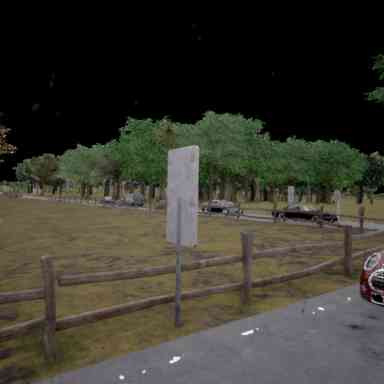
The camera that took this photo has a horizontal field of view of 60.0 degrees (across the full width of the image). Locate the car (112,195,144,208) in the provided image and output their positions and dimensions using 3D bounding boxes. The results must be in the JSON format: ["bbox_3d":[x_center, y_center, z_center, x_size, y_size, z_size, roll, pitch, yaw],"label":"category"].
[{"bbox_3d":[-9.420,1.557,49.291,2.033,1.411,5.357,2,-1,-35],"label":"car"}]

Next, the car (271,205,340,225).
[{"bbox_3d":[8.268,1.623,24.498,1.895,1.301,4.718,2,-1,-36],"label":"car"}]

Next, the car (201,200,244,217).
[{"bbox_3d":[2.872,1.510,32.044,2.128,1.511,4.902,2,-1,-36],"label":"car"}]

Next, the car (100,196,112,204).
[{"bbox_3d":[-16.082,1.582,63.579,1.812,1.442,4.674,2,-1,-35],"label":"car"}]

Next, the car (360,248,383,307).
[{"bbox_3d":[5.527,1.366,6.875,4.553,1.767,2.097,0,0,-33],"label":"car"}]

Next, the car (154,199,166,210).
[{"bbox_3d":[-2.850,1.579,40.039,1.994,1.385,4.181,2,-1,-37],"label":"car"}]
